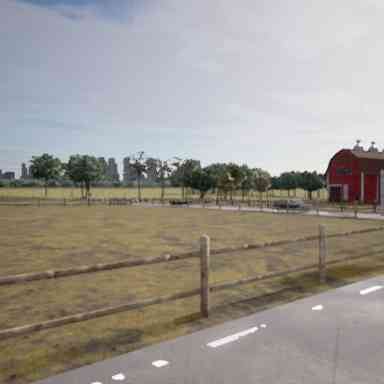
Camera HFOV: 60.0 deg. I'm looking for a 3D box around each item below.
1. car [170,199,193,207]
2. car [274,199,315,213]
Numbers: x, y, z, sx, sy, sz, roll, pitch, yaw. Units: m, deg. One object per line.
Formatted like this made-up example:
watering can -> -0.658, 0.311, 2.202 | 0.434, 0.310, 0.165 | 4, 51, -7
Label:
car -> -1.899, 1.815, 57.209 | 1.895, 1.301, 4.718 | -1, 0, -35
car -> 11.667, 1.541, 38.027 | 1.837, 1.490, 4.892 | -1, 0, -35
